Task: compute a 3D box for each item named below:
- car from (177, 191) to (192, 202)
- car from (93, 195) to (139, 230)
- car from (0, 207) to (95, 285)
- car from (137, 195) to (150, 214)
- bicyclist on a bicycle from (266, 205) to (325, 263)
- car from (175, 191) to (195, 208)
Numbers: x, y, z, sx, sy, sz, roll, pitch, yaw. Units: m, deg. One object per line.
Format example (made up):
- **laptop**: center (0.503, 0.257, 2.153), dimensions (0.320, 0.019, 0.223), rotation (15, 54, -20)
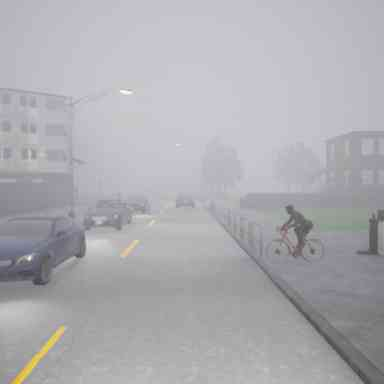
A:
- **car**: center (-1.036, 0.606, 48.133), dimensions (2.128, 1.511, 4.902), rotation (0, 1, -1)
- **car**: center (-4.490, 1.157, 18.302), dimensions (2.128, 1.511, 4.902), rotation (0, 1, -1)
- **car**: center (-4.264, 1.359, 9.103), dimensions (1.812, 1.442, 4.674), rotation (0, 1, -2)
- **car**: center (-4.699, 1.007, 28.356), dimensions (1.812, 1.442, 4.674), rotation (0, 1, -1)
- **bicyclist on a bicycle**: center (2.850, 1.175, 9.182), dimensions (1.656, 1.620, 0.582), rotation (0, 1, -1)
- **car**: center (-0.719, 0.919, 35.079), dimensions (1.994, 1.385, 4.181), rotation (0, 1, -1)
